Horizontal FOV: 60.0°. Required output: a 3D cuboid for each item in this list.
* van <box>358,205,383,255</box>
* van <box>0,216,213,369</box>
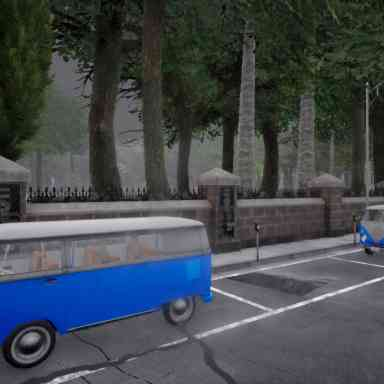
[{"bbox_3d":[7.660,1.337,12.031,3.998,1.788,1.690,0,0,-36],"label":"van"},{"bbox_3d":[-1.540,1.341,5.442,3.998,1.788,1.690,0,0,-36],"label":"van"}]
